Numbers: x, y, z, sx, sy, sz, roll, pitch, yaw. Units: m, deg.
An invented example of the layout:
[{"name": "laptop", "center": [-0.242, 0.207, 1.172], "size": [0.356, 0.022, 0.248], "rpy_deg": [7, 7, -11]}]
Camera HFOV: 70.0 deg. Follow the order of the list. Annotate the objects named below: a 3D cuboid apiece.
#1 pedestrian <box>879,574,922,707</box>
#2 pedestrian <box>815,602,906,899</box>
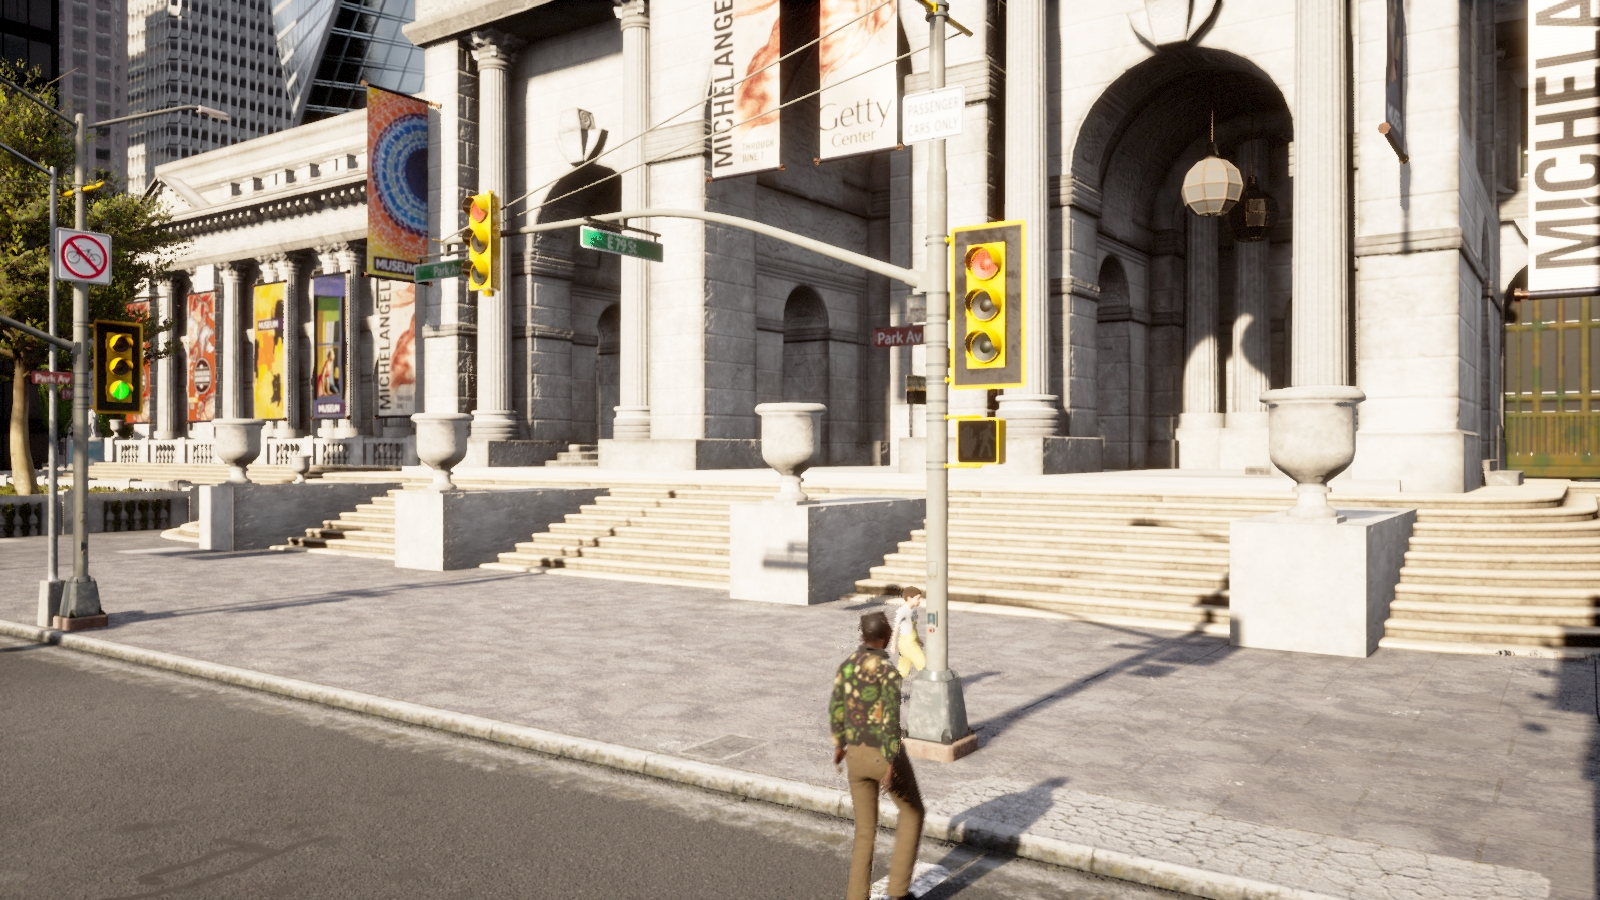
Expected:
[{"name": "pedestrian", "center": [1.049, 1.974, 11.923], "size": [0.375, 1.300, 0.375], "rpy_deg": [0, 0, 18]}, {"name": "pedestrian", "center": [0.352, 1.848, 6.650], "size": [0.375, 1.860, 0.375], "rpy_deg": [0, 0, 39]}]
